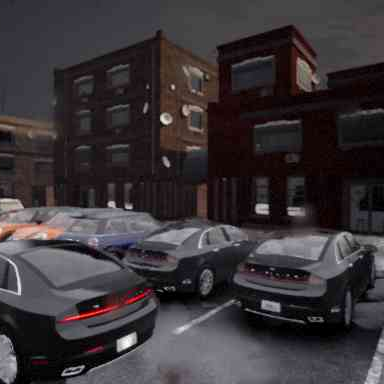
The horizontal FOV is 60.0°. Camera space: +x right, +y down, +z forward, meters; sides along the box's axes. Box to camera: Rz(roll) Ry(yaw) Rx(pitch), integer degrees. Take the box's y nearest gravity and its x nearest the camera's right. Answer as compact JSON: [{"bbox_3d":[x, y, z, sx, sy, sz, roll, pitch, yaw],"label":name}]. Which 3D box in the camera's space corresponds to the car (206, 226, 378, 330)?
[{"bbox_3d":[2.610,1.488,7.084,2.231,1.521,4.892,0,0,35],"label":"car"}]

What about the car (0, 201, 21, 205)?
[{"bbox_3d":[-6.349,1.419,13.518,2.185,1.767,4.553,0,0,35],"label":"car"}]

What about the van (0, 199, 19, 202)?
[{"bbox_3d":[-10.925,1.353,16.600,1.878,1.987,4.442,0,0,35],"label":"van"}]

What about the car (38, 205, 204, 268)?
[{"bbox_3d":[-1.895,1.388,10.266,2.185,1.767,4.553,0,0,35],"label":"car"}]

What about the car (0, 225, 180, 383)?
[{"bbox_3d":[-2.736,1.528,5.329,4.892,1.490,1.837,0,0,36],"label":"car"}]

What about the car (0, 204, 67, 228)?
[{"bbox_3d":[-4.104,1.403,11.918,2.185,1.767,4.553,0,0,35],"label":"car"}]
